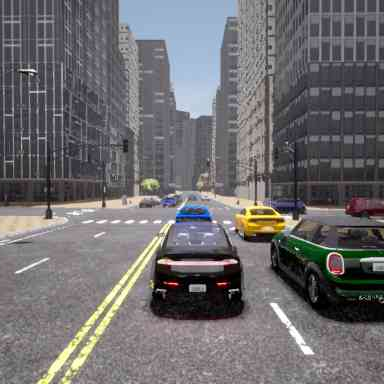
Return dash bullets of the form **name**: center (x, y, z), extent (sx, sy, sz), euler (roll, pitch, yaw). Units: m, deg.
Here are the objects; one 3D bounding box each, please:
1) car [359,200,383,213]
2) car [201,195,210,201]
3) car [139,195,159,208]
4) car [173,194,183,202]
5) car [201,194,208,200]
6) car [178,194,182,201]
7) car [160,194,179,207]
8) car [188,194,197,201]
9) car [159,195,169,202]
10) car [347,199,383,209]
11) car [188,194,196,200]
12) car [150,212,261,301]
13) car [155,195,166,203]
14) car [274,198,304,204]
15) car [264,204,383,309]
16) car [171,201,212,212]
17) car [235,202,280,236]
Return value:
- **car**: center (21.846, 1.643, 37.677), extent (4.829, 1.417, 1.752), euler (1, 0, 1)
- **car**: center (3.329, 1.513, 80.644), extent (1.895, 1.301, 4.718), euler (0, 0, 0)
- **car**: center (-6.538, 1.513, 49.082), extent (2.033, 1.411, 5.357), euler (0, 0, 0)
- **car**: center (-3.176, 1.286, 77.134), extent (2.097, 1.767, 4.553), euler (0, 0, 0)
- **car**: center (3.339, 1.337, 90.646), extent (1.895, 1.301, 4.718), euler (0, 0, 0)
- **car**: center (-3.269, 1.519, 58.255), extent (1.994, 1.385, 4.181), euler (0, 0, 1)
- **car**: center (-3.292, 1.491, 49.511), extent (1.812, 1.442, 4.674), euler (0, 0, 0)
- **car**: center (0.079, 1.273, 80.587), extent (2.097, 1.767, 4.553), euler (0, 0, 0)
- **car**: center (-6.425, 1.482, 77.969), extent (1.994, 1.385, 4.181), euler (0, 0, 0)
- **car**: center (16.229, 1.519, 29.396), extent (5.009, 1.841, 2.192), euler (1, 0, 1)
- **car**: center (0.088, 1.267, 90.620), extent (2.128, 1.511, 4.902), euler (0, 0, 0)
- **car**: center (0.105, 1.488, 8.310), extent (2.128, 1.511, 4.902), euler (0, 0, 0)
- **car**: center (-6.443, 1.448, 67.990), extent (1.837, 1.490, 4.892), euler (0, 0, 0)
- **car**: center (9.629, 1.404, 35.296), extent (4.553, 1.767, 2.097), euler (0, 1, 1)
- **car**: center (3.357, 1.348, 8.022), extent (2.097, 1.767, 4.553), euler (0, 0, 0)
- **car**: center (0.120, 1.468, 17.815), extent (1.882, 1.535, 5.008), euler (0, 0, 1)
- **car**: center (3.365, 1.469, 17.201), extent (1.882, 1.535, 5.008), euler (0, 0, 0)
